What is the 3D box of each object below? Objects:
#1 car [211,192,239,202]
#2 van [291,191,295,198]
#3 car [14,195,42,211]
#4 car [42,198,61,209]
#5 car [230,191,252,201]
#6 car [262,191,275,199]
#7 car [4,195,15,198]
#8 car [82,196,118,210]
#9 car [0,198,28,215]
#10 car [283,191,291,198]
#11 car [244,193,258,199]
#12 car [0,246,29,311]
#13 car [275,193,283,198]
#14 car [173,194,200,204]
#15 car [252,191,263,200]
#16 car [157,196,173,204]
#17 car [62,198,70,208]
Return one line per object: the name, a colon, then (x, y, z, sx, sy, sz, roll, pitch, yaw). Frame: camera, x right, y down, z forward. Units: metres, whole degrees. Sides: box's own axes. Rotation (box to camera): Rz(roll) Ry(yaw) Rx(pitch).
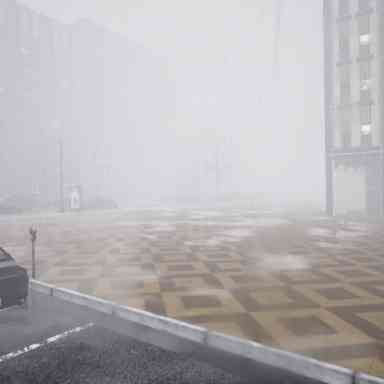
car: (5.967, 1.093, 59.657, 2.008, 1.369, 4.403, -1, 0, 36)
van: (25.406, 0.654, 86.526, 1.690, 1.788, 3.998, -1, 0, 36)
car: (-20.265, 1.228, 37.701, 2.192, 1.841, 5.009, -1, 0, 36)
car: (-17.022, 1.415, 42.180, 1.887, 1.381, 4.507, -1, 0, 36)
car: (9.207, 1.048, 64.135, 1.887, 1.381, 4.507, -1, 0, 36)
car: (15.685, 0.740, 73.091, 2.192, 1.841, 5.009, -1, 0, 36)
car: (-20.675, 1.385, 32.710, 1.882, 1.535, 5.008, -1, 0, 37)
car: (-10.235, 1.186, 37.266, 1.967, 1.590, 4.097, -1, 0, 36)
car: (-16.714, 1.413, 28.309, 1.802, 1.307, 4.206, -1, 0, 36)
car: (22.168, 0.932, 82.048, 1.802, 1.307, 4.206, -1, 0, 36)
car: (15.380, 1.040, 86.961, 1.947, 1.339, 4.313, -1, 0, 36)
car: (-4.945, 1.553, 6.570, 4.403, 1.369, 2.008, 0, -1, 35)
car: (18.927, 0.938, 77.569, 2.008, 1.369, 4.403, -1, 0, 36)
car: (-0.515, 1.062, 50.700, 1.967, 1.590, 4.097, -1, 0, 36)
car: (12.447, 1.046, 68.613, 1.802, 1.307, 4.206, -1, 0, 36)
car: (-3.704, 1.290, 56.096, 1.895, 1.301, 4.718, -1, 0, 36)
car: (-13.655, 1.341, 42.423, 1.812, 1.442, 4.674, -1, 0, 36)
